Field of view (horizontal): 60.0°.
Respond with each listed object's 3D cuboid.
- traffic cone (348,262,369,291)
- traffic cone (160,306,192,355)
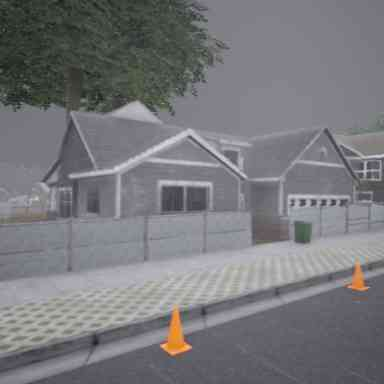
[{"bbox_3d":[3.843,1.921,7.686,0.340,0.580,0.340,0,0,-35],"label":"traffic cone"},{"bbox_3d":[-0.227,1.944,4.782,0.340,0.580,0.340,0,0,-35],"label":"traffic cone"}]
